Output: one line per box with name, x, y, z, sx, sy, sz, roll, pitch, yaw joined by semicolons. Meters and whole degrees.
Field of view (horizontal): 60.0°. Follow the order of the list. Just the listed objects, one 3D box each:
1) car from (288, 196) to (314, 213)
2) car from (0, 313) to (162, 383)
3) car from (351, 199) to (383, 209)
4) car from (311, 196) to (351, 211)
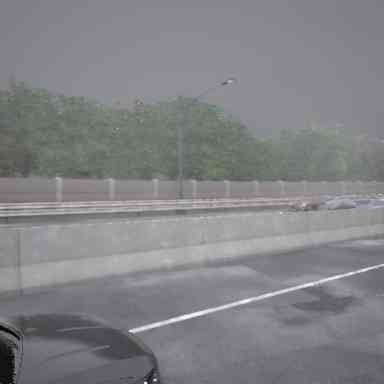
car;11.770;1.181;33.376;4.553;1.767;2.097;-1;1;-34
car;-2.479;1.497;1.997;4.892;1.490;1.837;0;0;-36
car;15.680;1.360;27.570;5.008;1.535;1.882;-1;1;-34
car;13.303;1.359;30.192;4.674;1.442;1.812;0;0;-34
